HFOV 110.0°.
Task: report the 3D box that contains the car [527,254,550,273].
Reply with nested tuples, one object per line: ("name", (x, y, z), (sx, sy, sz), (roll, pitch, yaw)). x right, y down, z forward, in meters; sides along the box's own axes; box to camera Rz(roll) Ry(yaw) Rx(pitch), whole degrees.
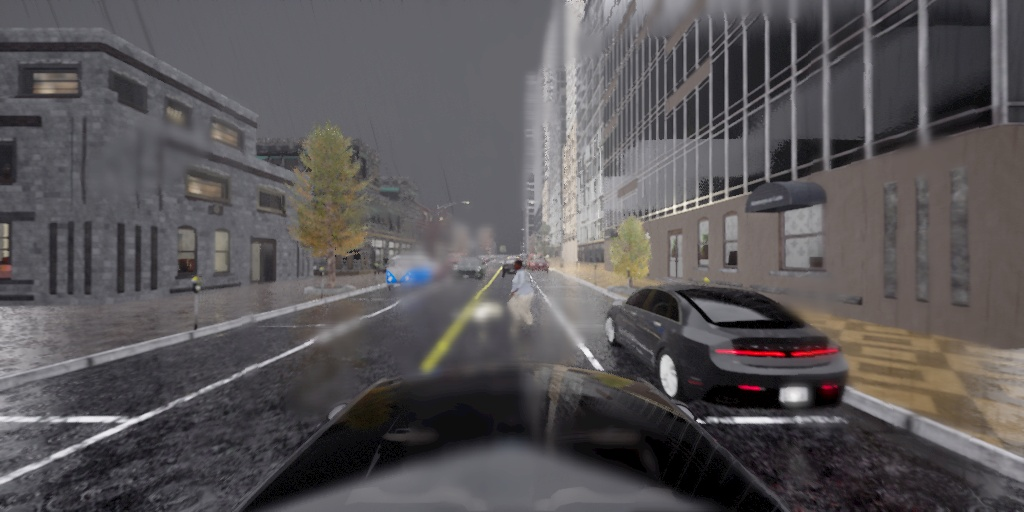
("car", (2.773, 0.842, 36.732), (1.967, 1.591, 4.097), (0, 0, 0))

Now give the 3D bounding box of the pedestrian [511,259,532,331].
("pedestrian", (0.249, 0.969, 9.203), (0.375, 1.860, 0.375), (1, 0, 0))

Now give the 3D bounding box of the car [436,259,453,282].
("car", (-5.634, 1.095, 25.520), (1.802, 1.307, 4.207), (0, 0, 0))

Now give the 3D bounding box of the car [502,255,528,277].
("car", (0.144, 0.936, 31.001), (1.882, 1.535, 5.008), (0, 1, 0))

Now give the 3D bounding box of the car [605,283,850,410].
("car", (3.011, 1.211, 6.239), (1.837, 1.490, 4.892), (0, 1, 0))

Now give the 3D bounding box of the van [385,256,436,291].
("van", (-5.647, 0.909, 19.876), (1.690, 1.789, 3.998), (0, 0, 0))

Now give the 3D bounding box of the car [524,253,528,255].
("car", (2.786, 0.661, 42.375), (2.192, 1.841, 5.009), (0, 0, 0))

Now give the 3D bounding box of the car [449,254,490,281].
("car", (-3.040, 0.854, 26.594), (2.097, 1.767, 4.553), (0, 1, 0))

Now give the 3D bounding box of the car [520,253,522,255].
("car", (0.182, 0.775, 47.339), (1.882, 1.535, 5.008), (0, 1, 1))
